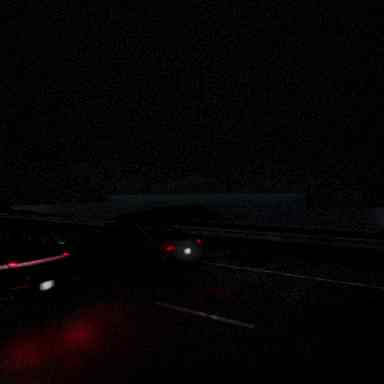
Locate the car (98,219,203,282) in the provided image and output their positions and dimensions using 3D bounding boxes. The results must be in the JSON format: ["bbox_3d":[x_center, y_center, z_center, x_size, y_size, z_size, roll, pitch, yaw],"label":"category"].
[{"bbox_3d":[-1.778,1.471,9.515,4.181,1.385,1.994,0,1,33],"label":"car"}]

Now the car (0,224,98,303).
[{"bbox_3d":[-4.617,1.446,7.237,4.902,1.511,2.128,0,0,33],"label":"car"}]
